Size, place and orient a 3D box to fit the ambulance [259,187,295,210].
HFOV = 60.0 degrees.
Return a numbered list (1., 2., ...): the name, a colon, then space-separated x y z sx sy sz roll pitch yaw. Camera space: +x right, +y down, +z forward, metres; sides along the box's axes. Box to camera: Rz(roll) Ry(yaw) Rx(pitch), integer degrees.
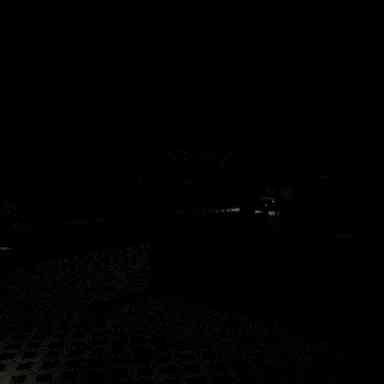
1. ambulance: 9.727 0.698 37.989 2.351 2.431 6.366 3 2 35
